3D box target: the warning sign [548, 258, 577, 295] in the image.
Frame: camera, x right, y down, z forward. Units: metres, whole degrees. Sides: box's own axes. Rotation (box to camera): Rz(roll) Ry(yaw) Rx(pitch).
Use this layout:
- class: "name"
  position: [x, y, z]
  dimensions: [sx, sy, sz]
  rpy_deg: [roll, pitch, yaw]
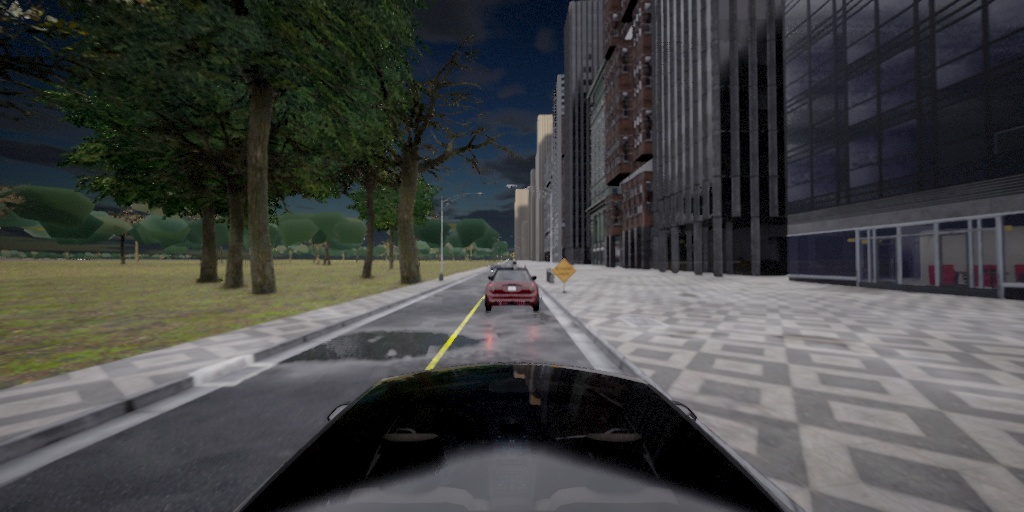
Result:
- class: "warning sign"
  position: [2.710, 1.046, 18.587]
  dimensions: [1.300, 1.860, 1.060]
  rpy_deg: [0, 0, 0]

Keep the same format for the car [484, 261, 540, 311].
- class: "car"
  position: [0.016, 1.245, 15.305]
  dimensions: [2.097, 1.767, 4.553]
  rpy_deg: [0, -1, 0]
